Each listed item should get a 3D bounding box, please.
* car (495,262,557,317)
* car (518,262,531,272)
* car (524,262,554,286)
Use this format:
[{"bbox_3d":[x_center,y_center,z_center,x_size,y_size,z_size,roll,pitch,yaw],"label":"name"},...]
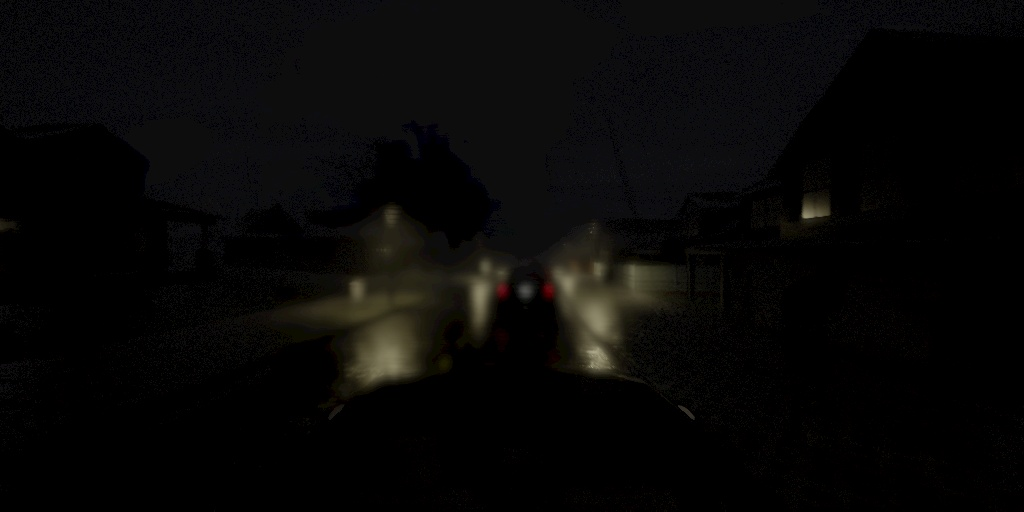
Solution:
[{"bbox_3d":[0.648,1.214,13.991,2.097,1.767,4.553,0,-1,5],"label":"car"},{"bbox_3d":[2.142,1.831,60.438,2.128,1.511,4.902,0,0,3],"label":"car"},{"bbox_3d":[2.265,1.379,28.785,2.097,1.767,4.553,0,-1,7],"label":"car"}]
